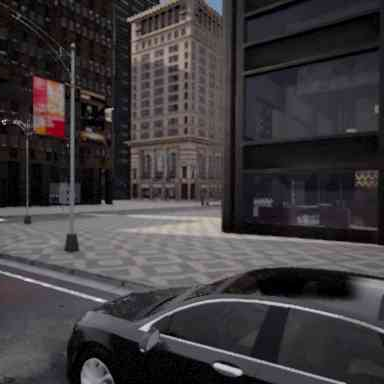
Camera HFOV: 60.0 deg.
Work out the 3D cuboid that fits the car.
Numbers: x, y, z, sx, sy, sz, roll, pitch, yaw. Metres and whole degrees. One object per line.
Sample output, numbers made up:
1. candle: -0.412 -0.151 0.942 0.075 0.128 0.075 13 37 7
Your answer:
1. car: 0.797 1.507 3.119 4.892 1.490 1.837 0 0 36
